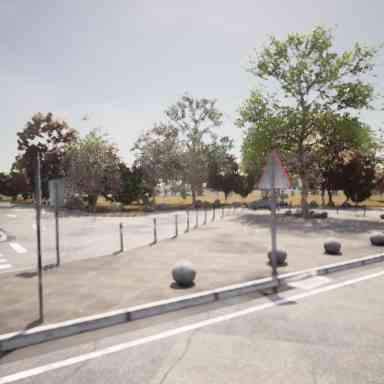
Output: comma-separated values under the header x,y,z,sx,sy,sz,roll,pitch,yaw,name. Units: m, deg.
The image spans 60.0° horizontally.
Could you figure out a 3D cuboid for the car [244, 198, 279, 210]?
x,y,z,sx,sy,sz,roll,pitch,yaw,name
8.432,1.429,40.327,4.181,1.385,1.994,0,1,-7,car
